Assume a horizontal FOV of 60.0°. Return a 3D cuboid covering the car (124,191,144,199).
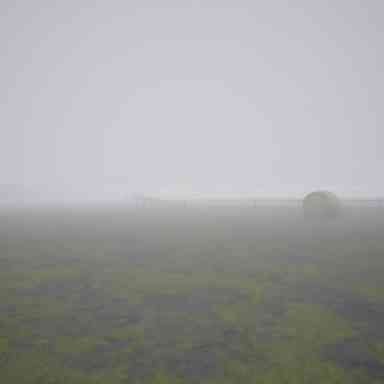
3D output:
[{"bbox_3d":[-12.437,0.652,71.391,2.097,1.767,4.553,-1,0,32],"label":"car"}]
